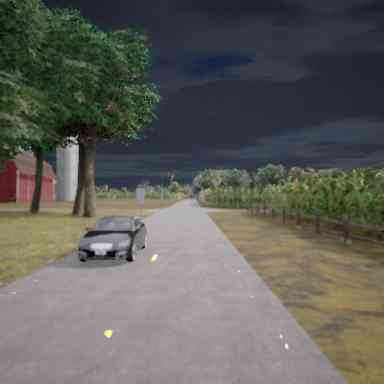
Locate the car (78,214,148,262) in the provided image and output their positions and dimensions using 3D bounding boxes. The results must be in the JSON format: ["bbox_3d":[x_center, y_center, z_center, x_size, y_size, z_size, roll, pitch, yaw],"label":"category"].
[{"bbox_3d":[-2.845,1.650,12.810,2.128,1.511,4.902,0,-1,0],"label":"car"}]
